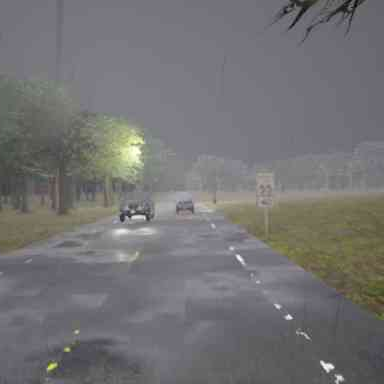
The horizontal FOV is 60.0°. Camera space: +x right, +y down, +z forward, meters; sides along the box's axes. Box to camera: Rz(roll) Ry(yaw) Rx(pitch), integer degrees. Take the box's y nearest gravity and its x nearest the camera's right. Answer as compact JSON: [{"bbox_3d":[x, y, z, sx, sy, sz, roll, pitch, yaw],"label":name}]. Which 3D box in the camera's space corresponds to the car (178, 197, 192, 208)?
[{"bbox_3d":[-1.035,1.487,48.990,1.882,1.535,5.008,-1,0,-1],"label":"car"}]

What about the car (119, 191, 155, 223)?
[{"bbox_3d":[-4.054,0.981,25.282,2.150,2.045,5.566,-1,0,-1],"label":"car"}]

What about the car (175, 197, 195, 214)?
[{"bbox_3d":[-0.716,1.384,34.381,2.128,1.511,4.902,-1,0,-1],"label":"car"}]
